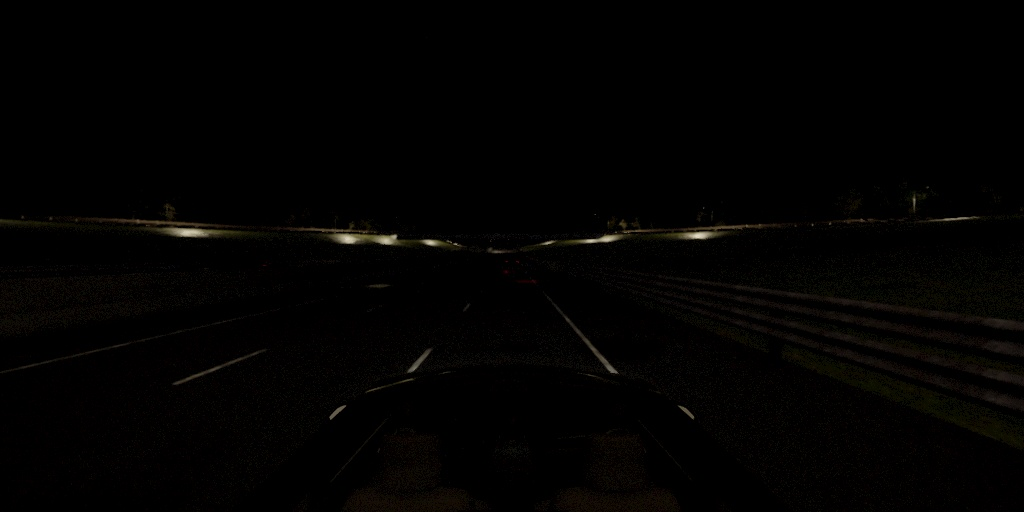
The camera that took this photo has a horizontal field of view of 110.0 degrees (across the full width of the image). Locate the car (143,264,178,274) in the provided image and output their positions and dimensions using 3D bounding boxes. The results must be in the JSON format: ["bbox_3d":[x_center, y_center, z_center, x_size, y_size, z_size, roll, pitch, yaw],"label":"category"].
[{"bbox_3d":[-24.590,1.296,26.489,1.812,1.442,4.674,0,0,0],"label":"car"}]

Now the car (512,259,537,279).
[{"bbox_3d":[1.211,1.267,32.830,1.882,1.535,5.008,0,0,0],"label":"car"}]

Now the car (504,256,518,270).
[{"bbox_3d":[0.008,1.043,55.231,2.150,2.045,5.566,0,0,1],"label":"car"}]

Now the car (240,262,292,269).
[{"bbox_3d":[-17.581,1.337,26.804,1.994,1.385,4.181,0,0,0],"label":"car"}]

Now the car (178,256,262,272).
[{"bbox_3d":[-21.080,0.996,26.772,2.150,2.045,5.566,0,-1,0],"label":"car"}]
